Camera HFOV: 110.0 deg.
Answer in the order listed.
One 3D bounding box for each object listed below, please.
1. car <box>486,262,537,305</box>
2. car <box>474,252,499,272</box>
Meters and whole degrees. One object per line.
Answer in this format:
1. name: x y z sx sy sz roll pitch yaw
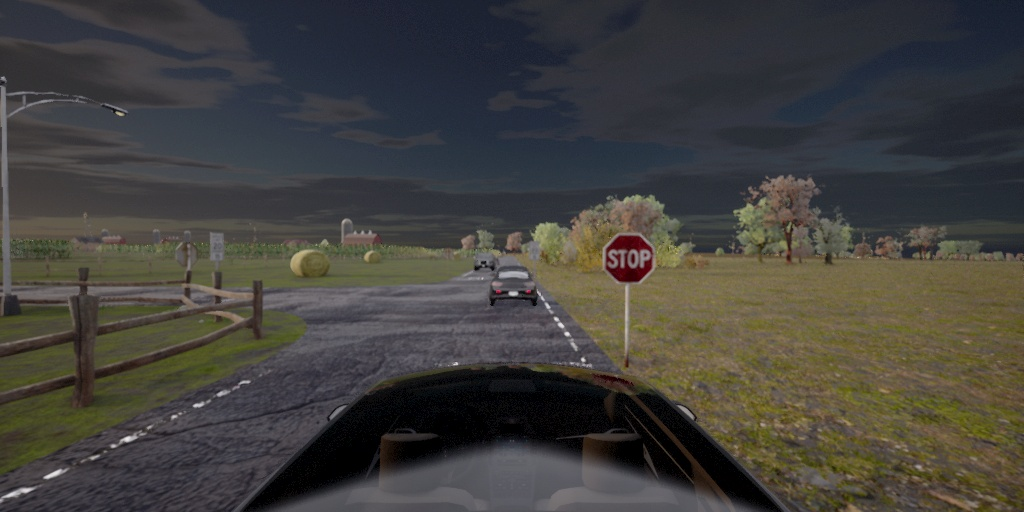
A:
1. car: 0.053 1.149 15.079 1.812 1.442 4.674 0 1 0
2. car: -2.949 0.629 39.741 2.150 2.045 5.566 0 1 0
